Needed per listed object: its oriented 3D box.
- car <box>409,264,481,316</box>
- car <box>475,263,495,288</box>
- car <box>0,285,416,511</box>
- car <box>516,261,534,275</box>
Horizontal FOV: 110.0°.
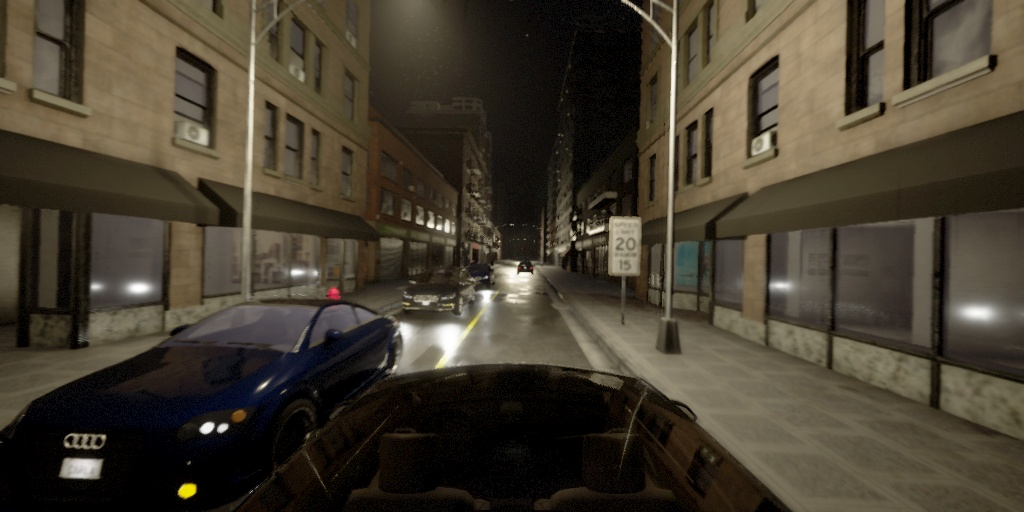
[{"bbox_3d":[-2.491,1.182,13.226,1.837,1.490,4.892,1,0,2],"label":"car"},{"bbox_3d":[-2.112,1.205,23.094,1.812,1.442,4.674,1,0,3],"label":"car"},{"bbox_3d":[-2.837,1.241,4.397,1.994,1.385,4.181,1,0,1],"label":"car"},{"bbox_3d":[1.453,1.307,39.443,2.033,1.411,5.357,1,0,2],"label":"car"}]
